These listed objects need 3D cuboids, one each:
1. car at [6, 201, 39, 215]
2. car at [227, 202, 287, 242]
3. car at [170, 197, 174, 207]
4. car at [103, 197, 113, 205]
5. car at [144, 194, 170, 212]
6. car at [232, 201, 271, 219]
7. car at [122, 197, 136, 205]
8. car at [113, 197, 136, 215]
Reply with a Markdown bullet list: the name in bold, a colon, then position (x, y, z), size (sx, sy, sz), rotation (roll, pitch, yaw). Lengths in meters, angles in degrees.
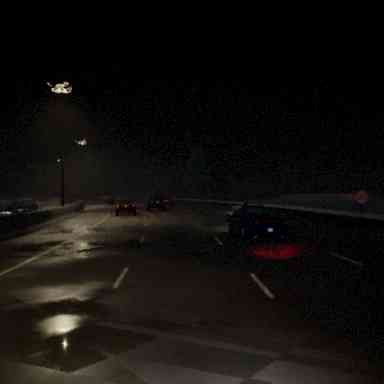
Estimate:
- **car**: position (-18.305, 1.782, 36.775), size (2.128, 1.511, 4.902), rotation (-1, 0, -13)
- **car**: position (3.008, 1.435, 16.333), size (1.882, 1.535, 5.008), rotation (0, 0, -6)
- **car**: position (-4.442, 1.432, 53.337), size (2.097, 1.767, 4.553), rotation (-1, 0, -18)
- **car**: position (-15.880, 1.751, 64.068), size (2.128, 1.511, 4.902), rotation (-1, 0, -23)
- **car**: position (-4.650, 1.303, 41.249), size (2.150, 2.045, 5.566), rotation (-1, 0, -15)
- **car**: position (5.192, 1.527, 29.869), size (1.895, 1.301, 4.718), rotation (-1, 0, -11)
- **car**: position (-12.325, 1.730, 64.675), size (1.812, 1.442, 4.674), rotation (-1, 0, -23)
- **car**: position (-7.066, 1.469, 35.393), size (2.097, 1.767, 4.553), rotation (-1, 0, -12)
